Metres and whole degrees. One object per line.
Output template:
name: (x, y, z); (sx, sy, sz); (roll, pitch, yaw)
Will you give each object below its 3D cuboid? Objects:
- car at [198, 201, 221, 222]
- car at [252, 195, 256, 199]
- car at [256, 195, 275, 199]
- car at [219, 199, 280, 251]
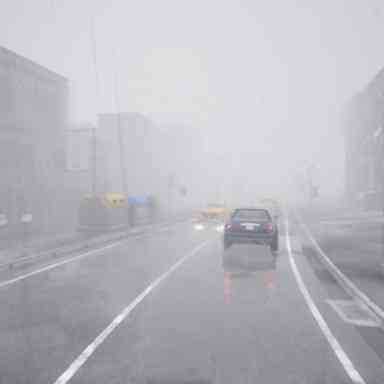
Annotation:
car: (1.864, 1.477, 26.157); (1.882, 1.535, 5.008); (1, 0, 16)
car: (12.897, 1.436, 65.599); (2.097, 1.767, 4.553); (1, 0, 16)
car: (8.381, 1.428, 35.809); (2.097, 1.767, 4.553); (1, 0, 15)
car: (2.694, 1.379, 14.681); (2.097, 1.767, 4.553); (1, 0, 14)
